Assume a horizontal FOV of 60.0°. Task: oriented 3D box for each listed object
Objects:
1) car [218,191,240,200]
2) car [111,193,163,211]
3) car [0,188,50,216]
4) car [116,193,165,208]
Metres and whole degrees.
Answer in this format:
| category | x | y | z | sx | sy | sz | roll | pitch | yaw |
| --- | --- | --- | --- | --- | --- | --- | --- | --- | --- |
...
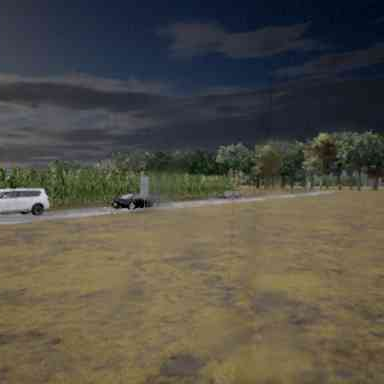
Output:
| category | x | y | z | sx | sy | sz | roll | pitch | yaw |
| --- | --- | --- | --- | --- | --- | --- | --- | --- | --- |
| car | 5.755 | 0.504 | 51.267 | 1.994 | 1.385 | 4.181 | 1 | 1 | 36 |
| car | -5.186 | 0.867 | 30.799 | 1.882 | 1.535 | 5.008 | 1 | 1 | 35 |
| car | -13.310 | 0.775 | 24.360 | 2.150 | 2.045 | 5.566 | 1 | 1 | 35 |
| car | -5.375 | 0.843 | 35.611 | 2.033 | 1.411 | 5.357 | 1 | 1 | 35 |
